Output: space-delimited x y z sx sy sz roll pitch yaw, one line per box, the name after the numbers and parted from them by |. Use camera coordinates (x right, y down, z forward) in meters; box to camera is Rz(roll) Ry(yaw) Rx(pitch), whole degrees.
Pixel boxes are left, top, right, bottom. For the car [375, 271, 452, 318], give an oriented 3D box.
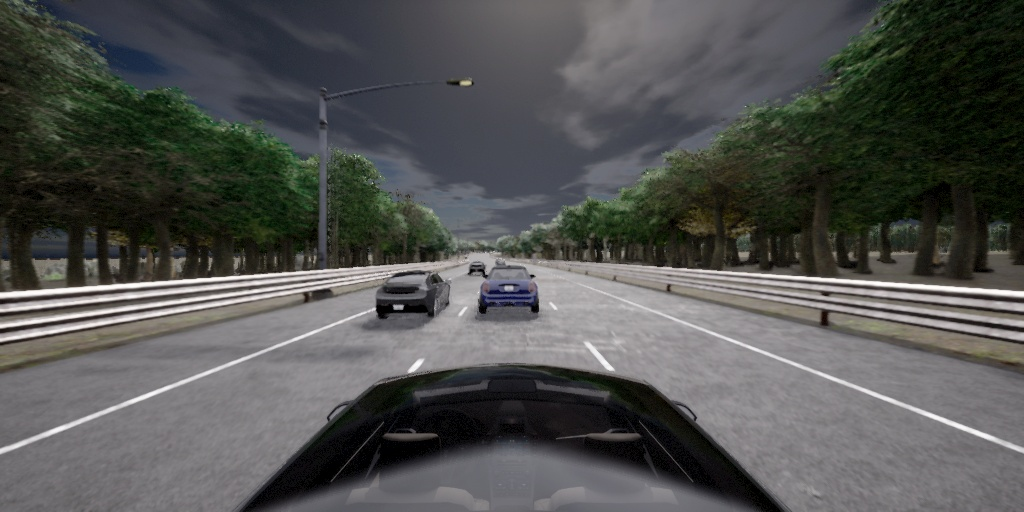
-3.441 1.296 13.196 1.837 1.490 4.892 0 0 -1 | car

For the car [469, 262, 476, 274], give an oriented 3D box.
-4.089 1.397 42.857 1.837 1.490 4.892 0 0 -2 | car

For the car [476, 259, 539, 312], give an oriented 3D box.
-0.122 1.144 14.530 2.097 1.767 4.553 0 0 -1 | car
